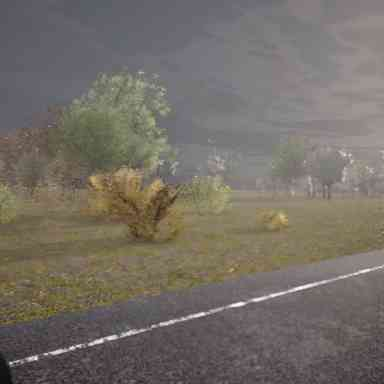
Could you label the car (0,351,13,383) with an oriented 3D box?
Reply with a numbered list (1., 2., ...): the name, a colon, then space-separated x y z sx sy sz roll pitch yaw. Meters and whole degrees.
1. car: -3.609 1.471 1.419 5.008 1.535 1.882 0 0 -35
